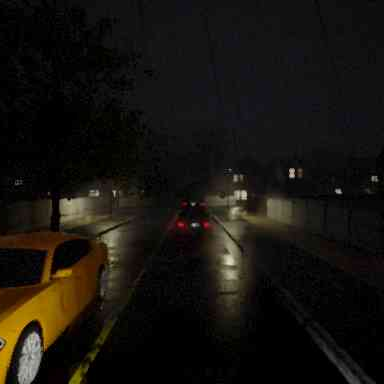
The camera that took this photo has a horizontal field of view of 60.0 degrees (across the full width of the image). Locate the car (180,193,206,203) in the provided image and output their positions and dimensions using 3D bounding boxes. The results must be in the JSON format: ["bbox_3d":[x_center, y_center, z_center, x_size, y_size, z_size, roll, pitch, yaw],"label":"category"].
[{"bbox_3d":[0.073,1.147,30.330,2.150,2.045,5.566,0,0,0],"label":"car"}]

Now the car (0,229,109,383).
[{"bbox_3d":[-2.753,1.463,5.382,1.882,1.535,5.008,0,0,0],"label":"car"}]

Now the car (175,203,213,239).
[{"bbox_3d":[0.091,1.503,17.154,2.033,1.411,5.357,0,0,0],"label":"car"}]
